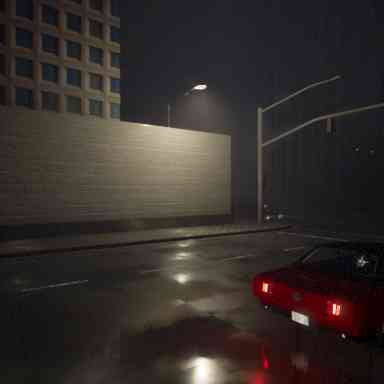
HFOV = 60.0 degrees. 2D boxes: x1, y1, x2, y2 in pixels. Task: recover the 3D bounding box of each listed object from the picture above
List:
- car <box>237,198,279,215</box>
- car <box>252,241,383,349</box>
[{"bbox_3d":[6.848,1.407,34.698,2.097,1.767,4.553,0,0,-35],"label":"car"},{"bbox_3d":[3.440,1.601,6.238,4.718,1.301,1.895,0,0,-35],"label":"car"}]
